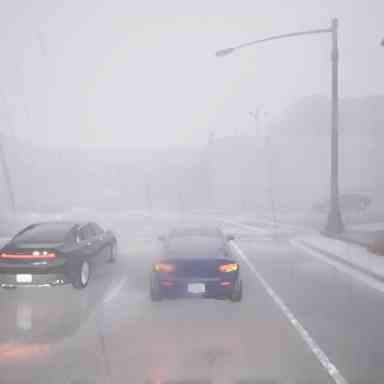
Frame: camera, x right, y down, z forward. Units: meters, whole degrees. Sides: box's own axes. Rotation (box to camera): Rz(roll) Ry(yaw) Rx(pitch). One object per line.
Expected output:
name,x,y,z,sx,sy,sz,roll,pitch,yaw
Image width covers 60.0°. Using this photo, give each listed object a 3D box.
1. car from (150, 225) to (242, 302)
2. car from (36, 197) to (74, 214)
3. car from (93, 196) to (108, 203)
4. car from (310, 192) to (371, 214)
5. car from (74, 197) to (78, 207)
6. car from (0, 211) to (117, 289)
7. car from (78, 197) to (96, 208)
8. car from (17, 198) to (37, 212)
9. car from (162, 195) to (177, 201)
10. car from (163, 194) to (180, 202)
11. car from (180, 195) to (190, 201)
car,0.096,1.525,8.154,1.812,1.442,4.674,0,0,0
car,-14.255,1.502,34.983,1.837,1.490,4.892,0,0,-5
car,-18.595,1.589,67.717,1.895,1.301,4.718,0,0,-1
car,12.560,0.888,28.306,4.892,1.490,1.837,-7,0,0
car,-18.350,1.542,52.435,2.033,1.411,5.357,0,0,-1
car,-3.393,1.504,9.169,1.837,1.490,4.892,0,0,0
car,-14.791,1.542,49.613,2.033,1.411,5.357,0,0,-1
car,-18.000,1.501,37.931,1.837,1.490,4.892,0,0,-2
car,-5.726,1.544,85.211,1.994,1.385,4.181,0,0,24
car,-4.566,1.348,75.360,2.097,1.767,4.553,0,0,6
car,-2.043,1.516,84.991,1.812,1.442,4.674,0,0,24
